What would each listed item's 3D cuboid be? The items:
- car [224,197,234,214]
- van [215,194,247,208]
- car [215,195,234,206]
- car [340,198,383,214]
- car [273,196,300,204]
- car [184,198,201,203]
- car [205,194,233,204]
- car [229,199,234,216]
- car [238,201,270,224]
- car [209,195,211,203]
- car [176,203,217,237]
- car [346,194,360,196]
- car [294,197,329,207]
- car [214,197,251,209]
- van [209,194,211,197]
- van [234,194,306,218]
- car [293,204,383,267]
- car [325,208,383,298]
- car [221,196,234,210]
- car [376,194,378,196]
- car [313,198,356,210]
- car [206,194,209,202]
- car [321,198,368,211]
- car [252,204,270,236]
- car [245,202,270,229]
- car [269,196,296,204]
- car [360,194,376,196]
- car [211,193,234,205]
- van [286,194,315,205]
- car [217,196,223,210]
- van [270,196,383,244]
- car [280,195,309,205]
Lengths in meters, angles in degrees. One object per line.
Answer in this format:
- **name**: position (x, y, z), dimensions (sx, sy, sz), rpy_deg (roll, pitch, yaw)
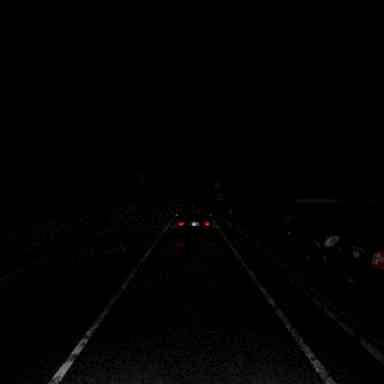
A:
- **car**: position (5.813, 1.467, 29.533), dimensions (5.366, 1.575, 1.946), rpy_deg (0, 0, 0)
- **van**: position (5.716, 1.284, 49.154), dimensions (4.442, 1.987, 1.878), rpy_deg (0, 0, 0)
- **car**: position (5.607, 1.486, 40.738), dimensions (4.892, 1.521, 2.231), rpy_deg (0, 0, 0)
- **car**: position (18.694, 1.475, 35.343), dimensions (5.008, 1.535, 2.097), rpy_deg (0, 0, 0)
- **car**: position (18.674, 1.616, 65.975), dimensions (4.674, 1.452, 2.002), rpy_deg (0, 0, 0)
- **car**: position (0.098, 1.512, 41.659), dimensions (2.128, 1.511, 4.902), rpy_deg (0, 0, 0)
- **car**: position (5.622, 1.345, 68.776), dimensions (5.566, 2.045, 2.435), rpy_deg (0, 0, 0)
- **car**: position (5.661, 1.500, 26.730), dimensions (4.792, 1.488, 2.163), rpy_deg (0, 0, 0)
- **car**: position (5.610, 1.502, 21.123), dimensions (4.792, 1.488, 2.163), rpy_deg (0, 0, 0)
- **car**: position (5.591, 1.519, 51.956), dimensions (4.892, 1.521, 2.231), rpy_deg (0, 0, 0)
- **car**: position (0.099, 1.547, 17.974), dimensions (2.033, 1.411, 5.357), rpy_deg (0, 0, 0)
- **car**: position (18.667, 1.228, 38.131), dimensions (5.566, 2.045, 2.435), rpy_deg (0, 0, 0)
- **car**: position (18.674, 1.558, 52.055), dimensions (4.674, 1.452, 2.002), rpy_deg (0, 0, 0)
- **car**: position (5.598, 1.501, 46.349), dimensions (5.008, 1.535, 2.097), rpy_deg (0, 0, 0)
- **van**: position (5.478, 1.300, 54.760), dimensions (4.442, 1.987, 1.878), rpy_deg (0, 0, 0)
- **van**: position (5.519, 1.245, 23.926), dimensions (4.442, 1.987, 1.878), rpy_deg (0, 0, 0)
- **car**: position (5.686, 1.349, 9.910), dimensions (4.553, 1.767, 2.185), rpy_deg (0, 0, 0)
- **car**: position (5.628, 1.350, 7.107), dimensions (4.553, 1.767, 2.185), rpy_deg (0, 0, 0)
- **car**: position (5.618, 1.470, 32.333), dimensions (5.008, 1.535, 2.097), rpy_deg (0, 0, 0)
- **car**: position (18.682, 1.220, 27.113), dimensions (5.566, 2.045, 2.435), rpy_deg (0, 0, 0)
- **car**: position (18.658, 1.523, 43.698), dimensions (4.792, 1.488, 2.163), rpy_deg (0, 0, 0)
- **car**: position (5.620, 1.295, 60.366), dimensions (5.566, 2.045, 2.435), rpy_deg (0, 0, 0)
- **car**: position (18.720, 1.515, 40.913), dimensions (4.792, 1.488, 2.163), rpy_deg (0, 0, 0)
- **car**: position (5.642, 1.473, 15.516), dimensions (5.008, 1.535, 2.097), rpy_deg (0, 0, 0)
- **car**: position (5.614, 1.502, 18.320), dimensions (4.792, 1.488, 2.163), rpy_deg (0, 0, 0)
- **car**: position (18.678, 1.595, 68.762), dimensions (5.008, 1.535, 2.097), rpy_deg (0, -1, 0)
- **car**: position (18.678, 1.219, 29.775), dimensions (5.566, 2.045, 2.435), rpy_deg (0, 0, 0)
- **car**: position (5.636, 1.241, 43.546), dimensions (5.566, 2.045, 2.435), rpy_deg (0, 0, 0)
- **van**: position (18.788, 1.309, 57.628), dimensions (4.442, 1.987, 1.878), rpy_deg (0, 0, 0)
- **car**: position (5.586, 1.508, 37.941), dimensions (4.792, 1.488, 2.163), rpy_deg (0, 0, 0)
- **van**: position (5.534, 1.248, 12.713), dimensions (4.442, 1.987, 1.878), rpy_deg (0, 0, 0)
- **car**: position (18.640, 1.421, 60.408), dimensions (4.553, 1.767, 2.185), rpy_deg (0, 0, 0)
